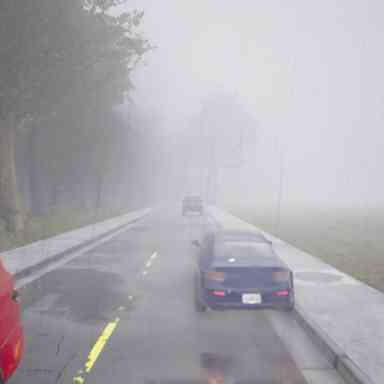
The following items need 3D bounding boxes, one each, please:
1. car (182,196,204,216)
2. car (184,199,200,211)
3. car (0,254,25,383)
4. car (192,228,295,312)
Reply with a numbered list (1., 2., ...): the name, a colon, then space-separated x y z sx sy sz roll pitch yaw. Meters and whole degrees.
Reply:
1. car: 0.087 1.418 35.603 2.150 2.045 5.566 0 0 0
2. car: 0.050 1.746 46.177 2.128 1.511 4.902 0 0 1
3. car: -2.749 1.228 1.076 2.150 2.045 5.566 0 0 0
4. car: 0.966 1.569 7.678 1.812 1.442 4.674 0 0 0
